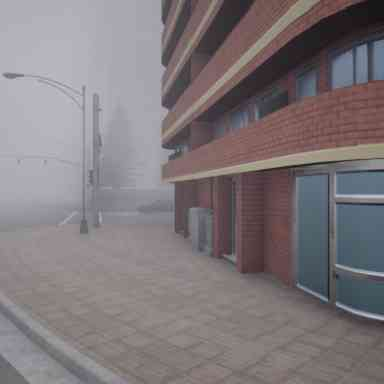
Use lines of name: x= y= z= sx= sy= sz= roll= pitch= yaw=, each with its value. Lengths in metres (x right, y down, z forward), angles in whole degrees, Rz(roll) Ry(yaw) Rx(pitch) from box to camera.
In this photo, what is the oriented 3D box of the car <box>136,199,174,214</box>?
car: x=-3.366 y=1.498 z=34.210 sx=4.674 sy=1.442 sz=1.812 roll=0 pitch=0 yaw=-14
